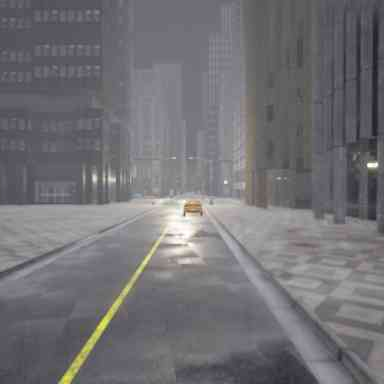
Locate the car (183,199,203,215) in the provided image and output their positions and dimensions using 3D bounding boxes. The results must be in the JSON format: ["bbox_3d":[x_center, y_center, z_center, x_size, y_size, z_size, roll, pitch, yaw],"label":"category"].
[{"bbox_3d":[0.094,1.484,33.952,1.882,1.535,5.008,0,0,0],"label":"car"}]
